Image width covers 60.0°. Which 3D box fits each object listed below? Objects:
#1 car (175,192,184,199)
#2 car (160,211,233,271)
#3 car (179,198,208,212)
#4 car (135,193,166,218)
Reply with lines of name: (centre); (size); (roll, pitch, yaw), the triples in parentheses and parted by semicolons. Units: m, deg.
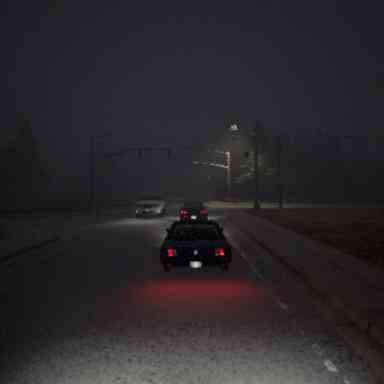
car: (-3.242, 0.824, 83.982); (2.097, 1.767, 4.553); (-1, 0, 1)
car: (0.103, 1.539, 10.655); (1.895, 1.301, 4.718); (-1, 0, 0)
car: (0.114, 1.375, 22.783); (1.812, 1.442, 4.674); (-1, 1, 0)
car: (-3.512, 1.083, 29.105); (2.150, 2.045, 5.566); (-1, 0, 1)
